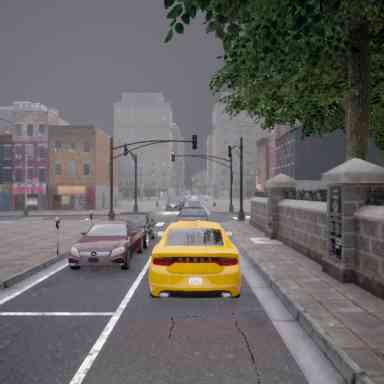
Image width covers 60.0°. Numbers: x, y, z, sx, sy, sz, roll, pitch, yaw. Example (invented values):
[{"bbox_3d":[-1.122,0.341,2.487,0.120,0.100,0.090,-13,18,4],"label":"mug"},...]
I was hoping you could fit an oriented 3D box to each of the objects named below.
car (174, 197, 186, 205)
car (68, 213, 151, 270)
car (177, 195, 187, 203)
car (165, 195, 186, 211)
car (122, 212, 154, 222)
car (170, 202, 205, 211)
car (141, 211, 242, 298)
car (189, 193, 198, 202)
[{"bbox_3d":[-2.201,1.586,61.624,1.895,1.301,4.718,0,0,0],"label":"car"},{"bbox_3d":[-2.625,1.581,10.966,1.802,1.307,4.206,0,0,0],"label":"car"},{"bbox_3d":[-2.132,1.480,71.825,1.837,1.490,4.892,0,0,0],"label":"car"},{"bbox_3d":[-2.239,1.482,41.628,2.128,1.511,4.902,0,0,0],"label":"car"},{"bbox_3d":[-2.621,1.565,14.629,1.947,1.339,4.313,0,0,0],"label":"car"},{"bbox_3d":[0.026,1.546,19.050,2.033,1.411,5.357,0,0,0],"label":"car"},{"bbox_3d":[0.076,1.477,8.561,1.882,1.535,5.008,0,0,0],"label":"car"},{"bbox_3d":[0.368,1.508,66.839,1.812,1.442,4.674,0,0,0],"label":"car"}]
